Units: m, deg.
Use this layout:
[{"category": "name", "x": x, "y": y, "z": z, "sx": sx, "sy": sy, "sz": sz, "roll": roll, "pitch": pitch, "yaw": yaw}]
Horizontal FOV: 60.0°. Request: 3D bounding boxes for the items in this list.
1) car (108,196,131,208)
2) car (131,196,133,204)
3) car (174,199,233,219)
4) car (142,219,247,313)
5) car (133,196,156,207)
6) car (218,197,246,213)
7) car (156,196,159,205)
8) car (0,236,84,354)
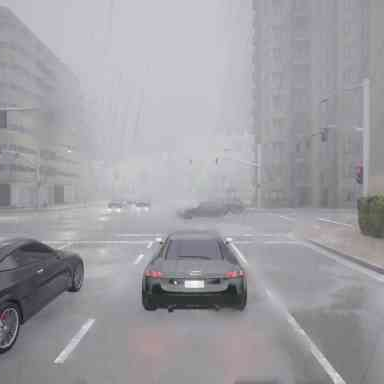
[{"category": "car", "x": -10.674, "y": 1.547, "z": 48.227, "sx": 2.033, "sy": 1.411, "sz": 5.357, "roll": 0, "pitch": 0, "yaw": 0}, {"category": "car", "x": -10.682, "y": 1.504, "z": 58.024, "sx": 1.837, "sy": 1.490, "sz": 4.892, "roll": 0, "pitch": 0, "yaw": 0}, {"category": "car", "x": 0.758, "y": 1.526, "z": 27.583, "sx": 4.674, "sy": 1.442, "sz": 1.812, "roll": 0, "pitch": 0, "yaw": -26}, {"category": "car", "x": 0.050, "y": 1.564, "z": 7.758, "sx": 1.994, "sy": 1.385, "sz": 4.181, "roll": 0, "pitch": 0, "yaw": 0}, {"category": "car", "x": -7.168, "y": 1.547, "z": 50.757, "sx": 2.033, "sy": 1.411, "sz": 5.357, "roll": 0, "pitch": 0, "yaw": 0}, {"category": "car", "x": 3.449, "y": 1.351, "z": 36.275, "sx": 4.553, "sy": 1.767, "sz": 2.097, "roll": 0, "pitch": 0, "yaw": 27}, {"category": "car", "x": -7.173, "y": 1.505, "z": 60.784, "sx": 1.837, "sy": 1.490, "sz": 4.892, "roll": 0, "pitch": 0, "yaw": 0}, {"category": "car", "x": -3.460, "y": 1.526, "z": 5.956, "sx": 1.812, "sy": 1.442, "sz": 4.674, "roll": 0, "pitch": 0, "yaw": 0}]
